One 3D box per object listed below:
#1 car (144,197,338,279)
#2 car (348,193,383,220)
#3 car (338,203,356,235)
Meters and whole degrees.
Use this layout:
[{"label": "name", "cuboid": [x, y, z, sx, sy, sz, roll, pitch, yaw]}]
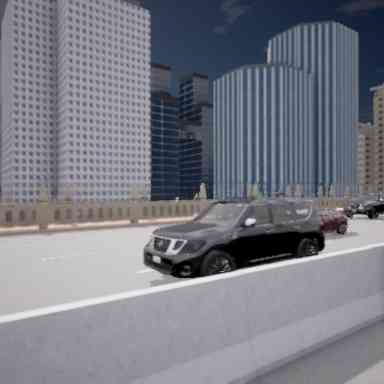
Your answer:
[{"label": "car", "cuboid": [1.435, 1.194, 9.312, 5.566, 2.045, 2.150, 0, 0, -35]}, {"label": "car", "cuboid": [14.887, 1.101, 27.495, 5.566, 2.045, 2.150, 0, 0, -35]}, {"label": "car", "cuboid": [6.109, 1.462, 16.942, 4.674, 1.442, 1.812, 0, 0, -35]}]
